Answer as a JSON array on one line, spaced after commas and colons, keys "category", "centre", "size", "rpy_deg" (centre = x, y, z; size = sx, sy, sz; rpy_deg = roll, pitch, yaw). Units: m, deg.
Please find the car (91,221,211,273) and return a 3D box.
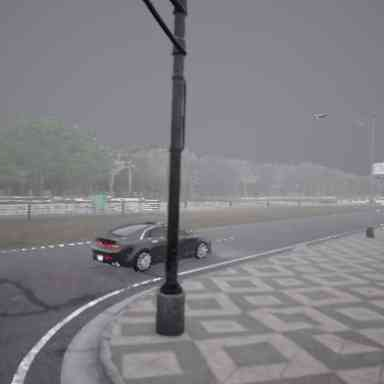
[{"category": "car", "centre": [-1.254, 1.826, 12.115], "size": [1.837, 1.490, 4.892], "rpy_deg": [2, 0, 41]}]
